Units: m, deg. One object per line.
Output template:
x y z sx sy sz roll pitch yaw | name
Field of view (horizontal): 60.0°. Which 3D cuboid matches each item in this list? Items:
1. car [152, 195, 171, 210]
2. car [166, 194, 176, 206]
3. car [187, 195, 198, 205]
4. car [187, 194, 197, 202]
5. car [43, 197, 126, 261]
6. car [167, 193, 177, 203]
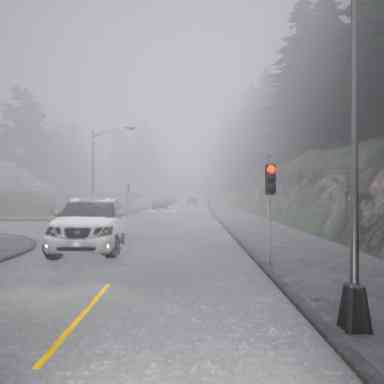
-4.103 1.526 43.481 1.812 1.442 4.674 0 0 0 | car
-4.113 1.477 53.772 1.882 1.535 5.008 0 0 0 | car
0.075 1.478 59.954 1.882 1.535 5.008 0 -1 0 | car
-0.028 1.354 73.609 2.097 1.767 4.553 0 0 0 | car
-3.775 1.222 12.709 2.150 2.045 5.566 1 0 -7 | car
-4.068 1.221 64.451 2.150 2.045 5.566 0 0 0 | car
